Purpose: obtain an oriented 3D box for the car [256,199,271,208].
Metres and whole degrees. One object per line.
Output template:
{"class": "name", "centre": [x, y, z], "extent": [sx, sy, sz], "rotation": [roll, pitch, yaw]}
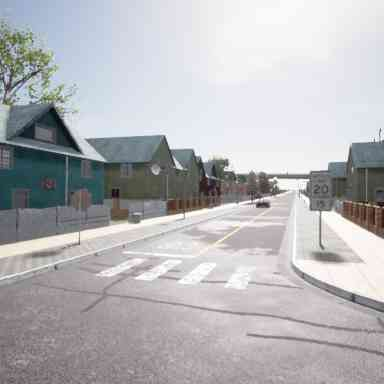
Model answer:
{"class": "car", "centre": [10.796, 1.651, 50.232], "extent": [1.895, 1.301, 4.718], "rotation": [0, 0, 17]}
